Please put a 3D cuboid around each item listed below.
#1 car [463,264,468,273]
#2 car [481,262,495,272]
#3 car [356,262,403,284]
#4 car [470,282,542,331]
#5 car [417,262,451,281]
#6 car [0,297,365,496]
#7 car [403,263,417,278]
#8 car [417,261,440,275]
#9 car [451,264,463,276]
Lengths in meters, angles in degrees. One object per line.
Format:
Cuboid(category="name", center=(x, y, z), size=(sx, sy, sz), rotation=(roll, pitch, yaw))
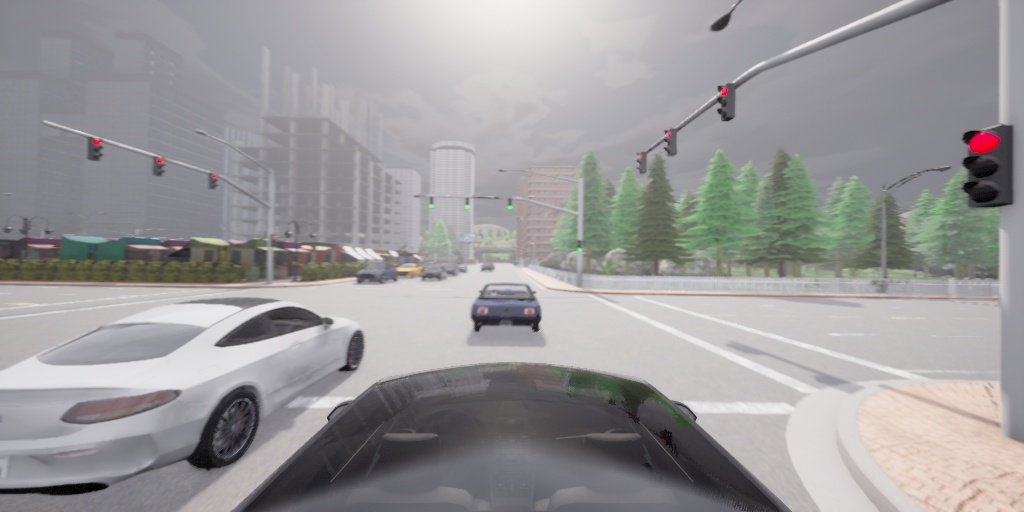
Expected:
Cuboid(category="car", center=(-7.791, 1.881, 54.686), size=(2.033, 1.411, 5.357), rotation=(1, -1, -1))
Cuboid(category="car", center=(-4.362, 1.984, 61.977), size=(1.837, 1.490, 4.892), rotation=(1, -1, -1))
Cuboid(category="car", center=(-11.047, 1.309, 29.721), size=(2.097, 1.767, 4.553), rotation=(1, -1, 2))
Cuboid(category="car", center=(-0.147, 1.477, 11.449), size=(1.895, 1.301, 4.718), rotation=(1, -1, 0))
Cuboid(category="car", center=(-7.512, 1.585, 35.126), size=(1.837, 1.490, 4.892), rotation=(1, -1, -1))
Cuboid(category="car", center=(-3.558, 1.263, 4.685), size=(1.812, 1.442, 4.674), rotation=(1, -1, -2))
Cuboid(category="car", center=(-11.070, 1.553, 38.683), size=(1.882, 1.535, 5.008), rotation=(1, -1, -1))
Cuboid(category="car", center=(-11.219, 1.557, 48.753), size=(2.097, 1.767, 4.553), rotation=(1, -1, -1))
Cuboid(category="car", center=(-7.660, 1.702, 44.234), size=(1.837, 1.490, 4.892), rotation=(1, -1, -1))
